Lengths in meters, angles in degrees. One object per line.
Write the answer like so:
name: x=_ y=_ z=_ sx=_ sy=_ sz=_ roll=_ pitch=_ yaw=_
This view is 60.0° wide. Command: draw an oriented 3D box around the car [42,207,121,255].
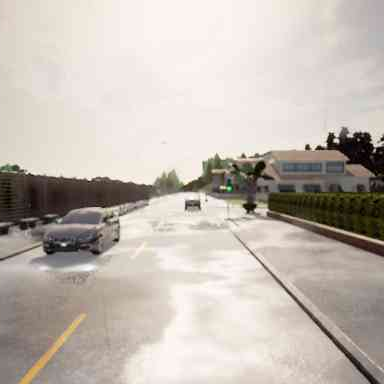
car: x=-4.064 y=1.412 z=13.015 sx=1.837 sy=1.490 sz=4.892 roll=0 pitch=0 yaw=1

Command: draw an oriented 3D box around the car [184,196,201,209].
car: x=0.090 y=1.207 z=40.088 sx=2.128 sy=1.511 sz=4.902 roll=0 pitch=0 yaw=0
